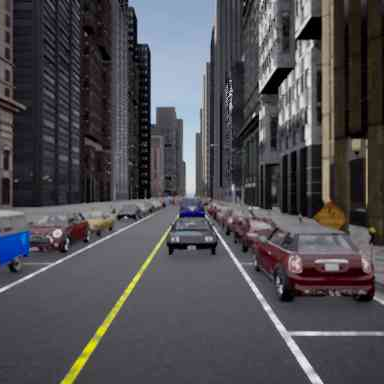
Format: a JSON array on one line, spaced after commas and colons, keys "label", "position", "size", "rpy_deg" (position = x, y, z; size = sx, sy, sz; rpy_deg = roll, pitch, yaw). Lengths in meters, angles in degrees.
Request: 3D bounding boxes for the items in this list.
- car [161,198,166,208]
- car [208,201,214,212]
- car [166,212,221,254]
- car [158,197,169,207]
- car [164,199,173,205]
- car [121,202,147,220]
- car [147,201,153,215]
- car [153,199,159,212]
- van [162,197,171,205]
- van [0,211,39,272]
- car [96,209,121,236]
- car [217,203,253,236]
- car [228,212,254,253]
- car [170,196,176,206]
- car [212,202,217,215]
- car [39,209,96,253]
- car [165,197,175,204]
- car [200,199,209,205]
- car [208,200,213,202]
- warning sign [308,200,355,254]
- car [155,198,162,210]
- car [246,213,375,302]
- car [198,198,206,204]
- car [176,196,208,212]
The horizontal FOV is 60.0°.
[{"label": "car", "position": [-5.747, 2.044, 53.450], "size": [1.752, 1.417, 4.829], "rpy_deg": [0, -1, 0]}, {"label": "car", "position": [2.771, 1.841, 31.063], "size": [1.887, 1.381, 4.507], "rpy_deg": [0, -1, 0]}, {"label": "car", "position": [0.007, 1.734, 14.104], "size": [1.895, 1.301, 4.718], "rpy_deg": [0, -1, 0]}, {"label": "car", "position": [-5.746, 1.892, 59.262], "size": [2.192, 1.841, 5.009], "rpy_deg": [0, -1, 0]}, {"label": "car", "position": [-5.738, 2.364, 81.821], "size": [2.008, 1.369, 4.403], "rpy_deg": [0, -1, 0]}, {"label": "car", "position": [-5.754, 1.862, 31.057], "size": [1.947, 1.339, 4.313], "rpy_deg": [0, -1, 0]}, {"label": "car", "position": [-5.752, 1.875, 36.528], "size": [1.752, 1.417, 4.829], "rpy_deg": [0, -1, 0]}, {"label": "car", "position": [-5.751, 1.973, 42.338], "size": [1.947, 1.339, 4.313], "rpy_deg": [0, -1, 0]}, {"label": "van", "position": [-5.740, 2.094, 76.183], "size": [1.690, 1.788, 3.998], "rpy_deg": [0, -1, 0]}, {"label": "van", "position": [-5.762, 1.421, 8.498], "size": [1.690, 1.788, 3.998], "rpy_deg": [0, -1, 0]}, {"label": "car", "position": [-5.758, 1.710, 19.607], "size": [1.752, 1.417, 4.829], "rpy_deg": [0, -1, 0]}, {"label": "car", "position": [2.767, 1.627, 19.784], "size": [1.967, 1.590, 4.097], "rpy_deg": [0, -1, 0]}, {"label": "car", "position": [2.765, 1.715, 14.142], "size": [1.802, 1.307, 4.206], "rpy_deg": [0, -1, 0]}, {"label": "car", "position": [-2.976, 1.927, 71.733], "size": [2.150, 2.045, 5.566], "rpy_deg": [0, -1, 0]}, {"label": "car", "position": [2.769, 1.768, 25.593], "size": [1.752, 1.417, 4.829], "rpy_deg": [0, -1, 0]}, {"label": "car", "position": [-5.760, 1.573, 14.137], "size": [1.967, 1.590, 4.097], "rpy_deg": [0, -1, 0]}, {"label": "car", "position": [-5.737, 2.189, 87.464], "size": [2.192, 1.841, 5.009], "rpy_deg": [0, -1, 0]}, {"label": "car", "position": [2.786, 2.304, 76.185], "size": [2.008, 1.369, 4.403], "rpy_deg": [0, -1, 0]}, {"label": "car", "position": [2.773, 1.896, 36.703], "size": [1.887, 1.381, 4.507], "rpy_deg": [0, -1, 0]}, {"label": "warning sign", "position": [5.074, 1.230, 12.174], "size": [1.300, 1.860, 1.060], "rpy_deg": [0, 0, 0]}, {"label": "car", "position": [-5.749, 1.987, 47.809], "size": [1.752, 1.417, 4.829], "rpy_deg": [0, -1, 0]}, {"label": "car", "position": [2.763, 1.520, 8.503], "size": [1.967, 1.590, 4.097], "rpy_deg": [0, -1, 0]}, {"label": "car", "position": [2.791, 2.375, 93.106], "size": [1.967, 1.590, 4.097], "rpy_deg": [0, -1, 0]}, {"label": "car", "position": [0.011, 1.493, 29.027], "size": [2.150, 2.045, 5.566], "rpy_deg": [0, 0, 0]}]
